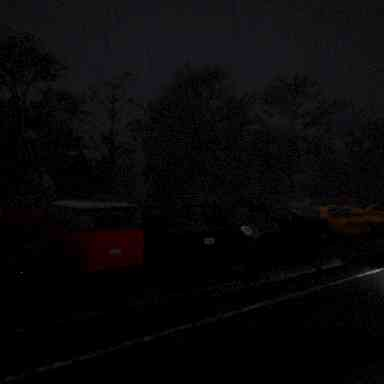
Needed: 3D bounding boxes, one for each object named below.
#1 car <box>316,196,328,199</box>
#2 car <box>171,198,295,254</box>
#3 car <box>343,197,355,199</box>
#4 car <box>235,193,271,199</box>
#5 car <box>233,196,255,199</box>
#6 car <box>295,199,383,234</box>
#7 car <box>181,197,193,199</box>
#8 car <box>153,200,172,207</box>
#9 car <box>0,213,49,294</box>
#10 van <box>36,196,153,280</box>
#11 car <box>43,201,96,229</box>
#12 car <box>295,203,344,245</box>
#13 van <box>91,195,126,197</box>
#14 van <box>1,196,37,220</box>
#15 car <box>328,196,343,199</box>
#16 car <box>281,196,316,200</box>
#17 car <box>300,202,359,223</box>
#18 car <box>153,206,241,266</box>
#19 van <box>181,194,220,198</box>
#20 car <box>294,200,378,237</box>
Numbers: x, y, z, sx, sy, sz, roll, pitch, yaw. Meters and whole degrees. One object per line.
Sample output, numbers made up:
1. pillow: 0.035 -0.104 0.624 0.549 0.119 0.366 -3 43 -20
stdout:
1. car: 11.994 1.403 36.674 2.002 1.452 4.674 0 0 -35
2. car: 1.419 1.289 13.182 2.185 1.767 4.553 0 0 -35
3. car: 16.392 1.235 39.834 2.185 1.767 4.553 0 0 -35
4. car: 5.197 1.116 31.892 2.435 2.045 5.566 0 0 -35
5. car: 2.971 1.398 30.244 2.163 1.488 4.792 0 0 -35
6. car: 8.234 1.372 17.749 1.946 1.575 5.366 0 0 -35
7. car: -1.683 1.410 27.014 2.163 1.488 4.792 0 0 -35
8. car: -3.836 1.422 25.487 2.163 1.488 4.792 0 0 -35
9. car: -5.336 1.519 8.317 2.163 1.488 4.792 -1 0 -35
10. van: -3.158 1.238 10.040 1.878 1.987 4.442 -1 0 -35
11. car: -8.339 1.435 22.264 2.097 1.535 5.008 -1 0 -35
12. car: 3.709 1.397 14.760 2.231 1.521 4.892 0 0 -35
13. van: -6.003 1.186 23.782 1.878 1.987 4.442 0 0 -36
14. van: -10.665 1.234 20.752 1.878 1.987 4.442 -1 0 -35
15. car: 14.269 1.392 38.255 2.163 1.488 4.792 0 0 -35
16. car: 9.840 1.362 34.922 1.946 1.575 5.366 0 0 -35
17. car: 10.393 1.490 24.950 4.718 1.301 1.895 0 0 -35
18. car: -0.841 1.468 11.577 2.163 1.488 4.792 -1 0 -35
19. van: 0.526 1.147 28.688 1.878 1.987 4.442 0 0 -35
20. car: 5.856 1.379 16.517 1.946 1.575 5.366 0 0 -35
